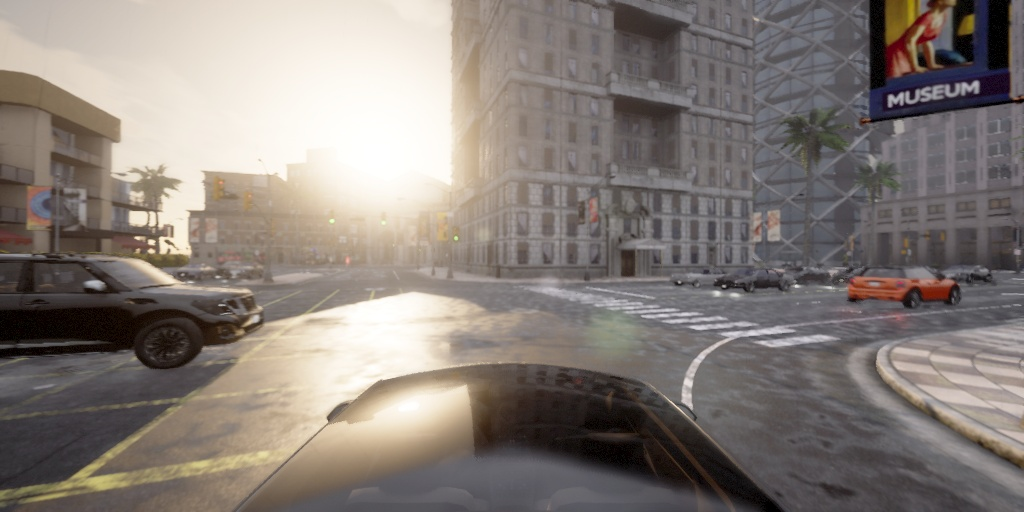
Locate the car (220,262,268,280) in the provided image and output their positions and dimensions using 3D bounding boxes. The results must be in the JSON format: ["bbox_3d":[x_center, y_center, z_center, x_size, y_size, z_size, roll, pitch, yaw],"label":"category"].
[{"bbox_3d":[-24.561,1.310,33.100,2.128,1.511,4.902,0,0,-19],"label":"car"}]

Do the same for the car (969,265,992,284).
[{"bbox_3d":[38.956,1.538,30.896,4.902,1.511,2.128,0,0,-19],"label":"car"}]

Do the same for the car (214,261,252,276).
[{"bbox_3d":[-30.544,1.334,39.470,1.837,1.490,4.892,0,0,-19],"label":"car"}]

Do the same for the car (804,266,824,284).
[{"bbox_3d":[23.810,1.507,29.356,4.674,1.442,1.812,0,0,-19],"label":"car"}]

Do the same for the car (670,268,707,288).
[{"bbox_3d":[13.778,1.526,25.801,4.718,1.301,1.895,0,0,-20],"label":"car"}]

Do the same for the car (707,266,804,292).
[{"bbox_3d":[15.369,1.463,22.656,5.357,1.411,2.033,0,0,-20],"label":"car"}]

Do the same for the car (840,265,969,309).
[{"bbox_3d":[17.228,1.227,15.779,4.553,1.767,2.097,0,0,-20],"label":"car"}]

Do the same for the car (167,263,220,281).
[{"bbox_3d":[-27.640,1.362,31.279,1.994,1.385,4.181,0,0,-19],"label":"car"}]

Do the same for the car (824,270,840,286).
[{"bbox_3d":[25.770,1.476,26.340,4.892,1.490,1.837,0,0,-19],"label":"car"}]

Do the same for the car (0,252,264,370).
[{"bbox_3d":[-8.054,0.960,6.685,5.566,2.045,2.150,1,0,-20],"label":"car"}]
